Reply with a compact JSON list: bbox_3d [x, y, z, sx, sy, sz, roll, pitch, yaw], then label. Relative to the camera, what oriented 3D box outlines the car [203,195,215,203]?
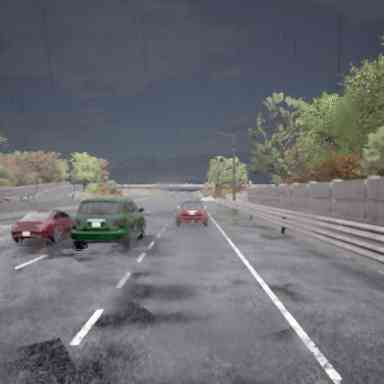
[{"bbox_3d":[4.346,1.852,86.168,2.150,2.045,5.566,0,-1,20],"label":"car"}]

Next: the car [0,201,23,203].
[{"bbox_3d":[-21.070,1.709,39.609,1.994,1.385,4.181,0,0,0],"label":"car"}]

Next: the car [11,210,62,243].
[{"bbox_3d":[-6.901,1.573,16.141,1.812,1.442,4.674,0,0,0],"label":"car"}]

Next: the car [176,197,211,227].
[{"bbox_3d":[0.002,1.426,23.814,2.097,1.767,4.553,0,0,0],"label":"car"}]

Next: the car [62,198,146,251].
[{"bbox_3d":[-3.399,1.263,14.484,2.150,2.045,5.566,0,0,0],"label":"car"}]
